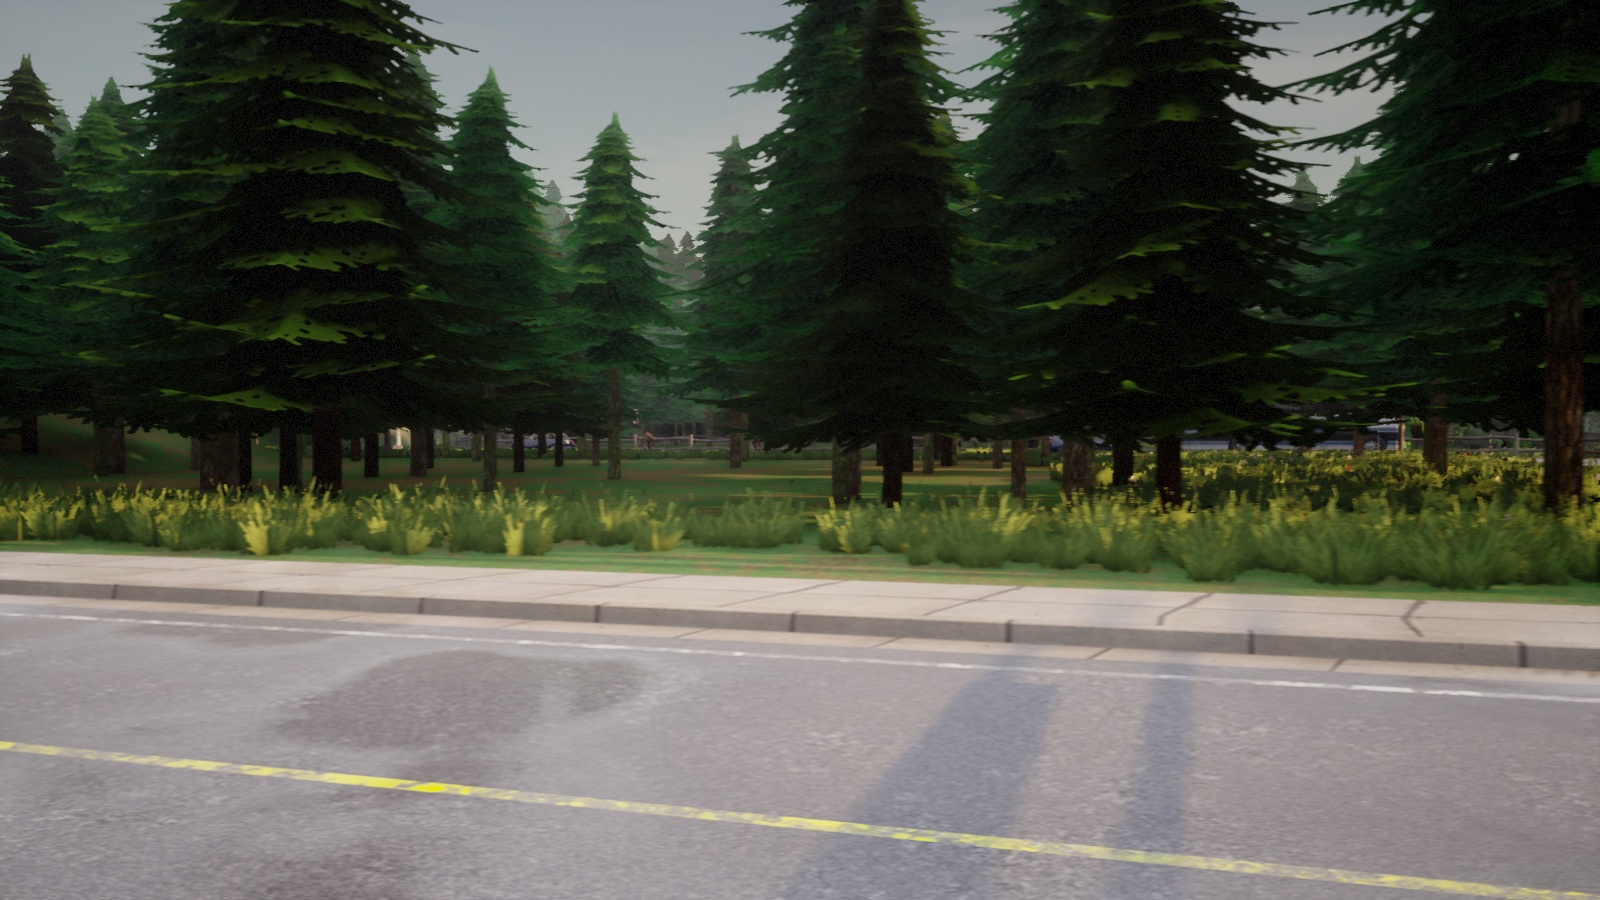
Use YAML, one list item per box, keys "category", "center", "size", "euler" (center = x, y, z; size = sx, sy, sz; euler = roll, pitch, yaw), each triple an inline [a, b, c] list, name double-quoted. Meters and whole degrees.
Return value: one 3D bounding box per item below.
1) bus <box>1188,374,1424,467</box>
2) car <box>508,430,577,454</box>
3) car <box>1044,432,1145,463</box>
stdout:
- category: "bus"
  center: [24.416, -1.435, 61.089]
  size: [10.273, 4.253, 3.944]
  euler: [1, 1, 22]
- category: "car"
  center: [-16.377, -0.540, 79.954]
  size: [3.806, 1.475, 1.970]
  euler: [1, 1, 19]
- category: "car"
  center: [15.196, -0.152, 64.726]
  size: [4.792, 1.488, 2.163]
  euler: [1, 1, 21]
